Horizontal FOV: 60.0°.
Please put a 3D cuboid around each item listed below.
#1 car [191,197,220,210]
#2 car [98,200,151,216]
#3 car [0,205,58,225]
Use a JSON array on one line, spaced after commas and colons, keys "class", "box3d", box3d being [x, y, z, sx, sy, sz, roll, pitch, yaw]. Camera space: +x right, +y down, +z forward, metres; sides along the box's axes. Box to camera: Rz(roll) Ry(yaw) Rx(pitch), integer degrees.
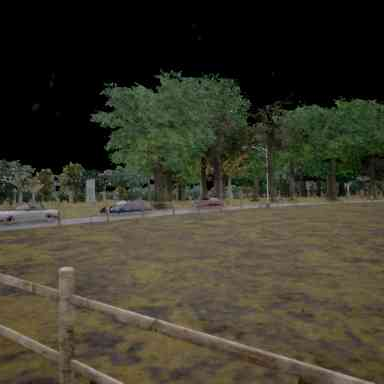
[{"class": "car", "box3d": [1.919, 1.393, 41.629, 1.812, 1.442, 4.674, -2, -1, 43]}, {"class": "car", "box3d": [-6.340, 1.502, 32.063, 2.033, 1.411, 5.357, -2, -1, 38]}, {"class": "car", "box3d": [-12.154, 1.606, 24.183, 1.895, 1.301, 4.718, -2, -1, 36]}]
